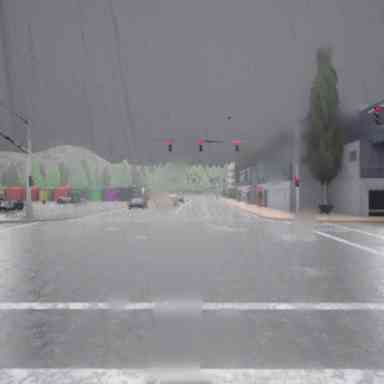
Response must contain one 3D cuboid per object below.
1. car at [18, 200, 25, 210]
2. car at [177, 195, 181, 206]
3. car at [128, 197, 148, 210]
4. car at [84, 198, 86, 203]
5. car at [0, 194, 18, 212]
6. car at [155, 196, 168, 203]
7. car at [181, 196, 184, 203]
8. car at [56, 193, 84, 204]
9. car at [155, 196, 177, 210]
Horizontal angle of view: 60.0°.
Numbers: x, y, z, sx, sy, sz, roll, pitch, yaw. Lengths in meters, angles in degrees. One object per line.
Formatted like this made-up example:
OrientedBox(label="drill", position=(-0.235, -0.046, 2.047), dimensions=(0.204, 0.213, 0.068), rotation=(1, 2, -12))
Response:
OrientedBox(label="car", position=(-21.297, 1.139, 37.837), dimensions=(3.866, 1.878, 1.905), rotation=(0, 0, 0))
OrientedBox(label="car", position=(-3.140, 1.482, 50.237), dimensions=(1.837, 1.490, 4.892), rotation=(0, 0, 2))
OrientedBox(label="car", position=(-6.941, 1.458, 43.166), dimensions=(1.882, 1.535, 5.008), rotation=(0, 0, 2))
OrientedBox(label="car", position=(-21.245, 1.369, 60.356), dimensions=(3.806, 1.475, 1.970), rotation=(0, 0, 0))
OrientedBox(label="car", position=(-21.361, 1.138, 34.942), dimensions=(4.605, 1.855, 1.932), rotation=(0, 0, 0))
OrientedBox(label="car", position=(-6.164, 1.534, 67.234), dimensions=(1.994, 1.385, 4.181), rotation=(0, 0, 2))
OrientedBox(label="car", position=(-2.636, 1.447, 68.051), dimensions=(1.882, 1.535, 5.008), rotation=(0, 0, 2))
OrientedBox(label="car", position=(-21.266, 1.131, 57.460), dimensions=(3.866, 1.878, 1.905), rotation=(0, 0, 0))
OrientedBox(label="car", position=(-3.448, 1.458, 42.862), dimensions=(1.882, 1.535, 5.008), rotation=(0, 0, 2))
